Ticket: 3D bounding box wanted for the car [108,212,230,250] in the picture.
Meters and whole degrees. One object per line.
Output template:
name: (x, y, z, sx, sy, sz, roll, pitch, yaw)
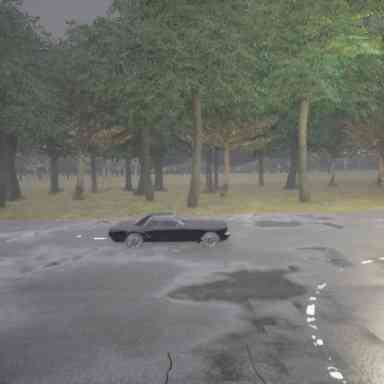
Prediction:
car: (-0.849, 1.486, 13.510, 4.718, 1.301, 1.895, -1, 2, -1)
